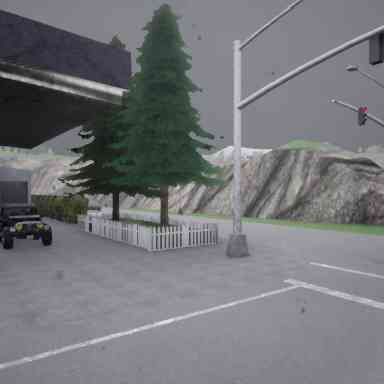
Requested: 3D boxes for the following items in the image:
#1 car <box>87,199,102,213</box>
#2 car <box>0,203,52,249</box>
[{"bbox_3d":[-12.737,1.669,41.052,1.882,1.535,5.008,0,0,-36],"label":"car"},{"bbox_3d":[-8.047,1.505,15.803,1.905,1.878,3.866,0,0,-37],"label":"car"}]
